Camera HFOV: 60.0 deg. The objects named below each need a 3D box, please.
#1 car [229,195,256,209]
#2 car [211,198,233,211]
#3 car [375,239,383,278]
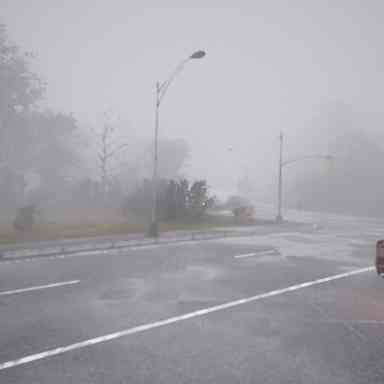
[{"bbox_3d":[6.773,1.560,46.510,2.150,2.045,5.566,2,1,-18],"label":"car"},{"bbox_3d":[3.242,1.751,45.972,2.033,1.411,5.357,2,1,-18],"label":"car"},{"bbox_3d":[6.670,1.476,8.526,5.008,1.535,1.882,1,0,-35],"label":"car"}]
